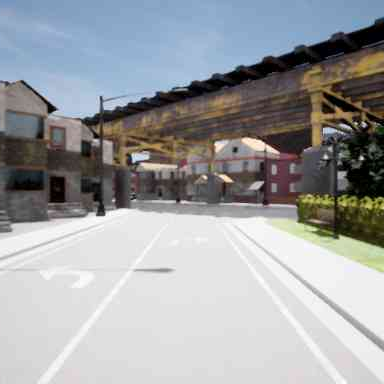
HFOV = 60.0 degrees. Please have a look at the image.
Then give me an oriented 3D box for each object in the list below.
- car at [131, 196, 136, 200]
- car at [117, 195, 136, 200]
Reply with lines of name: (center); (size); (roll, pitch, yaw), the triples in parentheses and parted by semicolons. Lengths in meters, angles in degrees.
car: (-16.791, 1.457, 85.150); (4.974, 1.542, 2.038); (0, 0, -15)
car: (-16.741, 1.300, 85.163); (4.536, 1.218, 1.853); (0, 0, -15)
